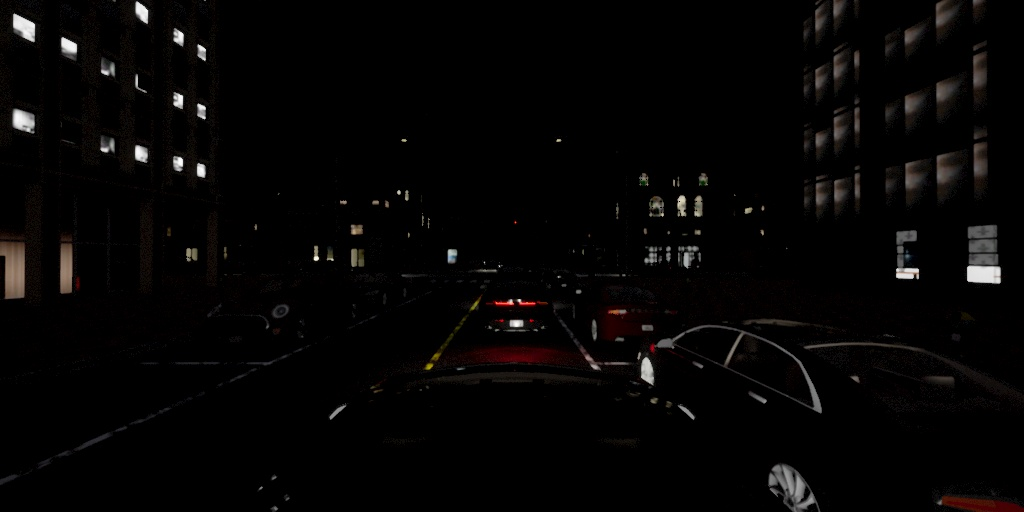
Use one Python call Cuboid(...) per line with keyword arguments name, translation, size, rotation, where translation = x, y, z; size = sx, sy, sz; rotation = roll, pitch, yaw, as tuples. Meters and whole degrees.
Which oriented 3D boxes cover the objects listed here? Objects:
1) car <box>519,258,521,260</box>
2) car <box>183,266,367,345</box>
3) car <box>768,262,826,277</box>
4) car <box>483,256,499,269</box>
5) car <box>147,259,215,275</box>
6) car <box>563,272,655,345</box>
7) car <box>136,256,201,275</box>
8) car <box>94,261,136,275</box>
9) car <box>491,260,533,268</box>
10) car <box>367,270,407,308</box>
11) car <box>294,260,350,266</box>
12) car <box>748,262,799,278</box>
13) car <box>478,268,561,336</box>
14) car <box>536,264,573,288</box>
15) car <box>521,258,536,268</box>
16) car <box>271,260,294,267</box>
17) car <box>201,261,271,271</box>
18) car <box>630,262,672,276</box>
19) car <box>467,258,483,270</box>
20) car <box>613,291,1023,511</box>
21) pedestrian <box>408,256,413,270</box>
Cuboid(name="car", translation=(2.687, 1.290, 64.162), size=(1.802, 1.307, 4.207), rotation=(0, 0, 0))
Cuboid(name="car", translation=(-5.690, 1.184, 9.362), size=(1.967, 1.591, 4.097), rotation=(0, 0, 0))
Cuboid(name="car", translation=(30.203, 1.412, 38.070), size=(4.674, 1.442, 1.812), rotation=(0, 0, 1))
Cuboid(name="car", translation=(-3.086, 1.192, 53.805), size=(1.882, 1.535, 5.008), rotation=(0, 0, 1))
Cuboid(name="car", translation=(-32.966, 1.072, 35.844), size=(4.902, 1.511, 2.128), rotation=(0, 0, 1))
Cuboid(name="car", translation=(2.690, 1.290, 9.346), size=(1.888, 1.381, 4.507), rotation=(0, 0, 0))
Cuboid(name="car", translation=(-30.953, 0.892, 33.216), size=(5.009, 1.841, 2.192), rotation=(0, 0, 1))
Cuboid(name="car", translation=(-36.490, 1.105, 33.301), size=(4.403, 1.370, 2.007), rotation=(0, 0, 1))
Cuboid(name="car", translation=(0.095, 1.214, 20.552), size=(1.882, 1.535, 5.008), rotation=(0, 0, 2))
Cuboid(name="car", translation=(-5.691, 1.291, 15.054), size=(2.007, 1.370, 4.403), rotation=(0, 0, 0))
Cuboid(name="car", translation=(-18.334, 1.135, 35.617), size=(4.902, 1.511, 2.128), rotation=(0, 0, 1))
Cuboid(name="car", translation=(23.641, 1.408, 32.344), size=(4.207, 1.307, 1.802), rotation=(0, 0, 1))
Cuboid(name="car", translation=(0.100, 1.249, 10.363), size=(1.837, 1.490, 4.892), rotation=(0, 0, 0))
Cuboid(name="car", translation=(2.690, 1.287, 20.730), size=(2.007, 1.370, 4.403), rotation=(0, 0, 0))
Cuboid(name="car", translation=(2.687, 1.280, 53.120), size=(1.948, 1.339, 4.313), rotation=(0, 0, 0))
Cuboid(name="car", translation=(-25.456, 1.165, 41.513), size=(4.829, 1.417, 1.751), rotation=(0, 0, 1))
Cuboid(name="car", translation=(-25.417, 1.151, 33.131), size=(4.403, 1.370, 2.007), rotation=(0, 0, 1))
Cuboid(name="car", translation=(14.808, 1.374, 38.307), size=(4.181, 1.385, 1.994), rotation=(0, 0, 1))
Cuboid(name="car", translation=(-5.693, 1.297, 53.133), size=(1.802, 1.307, 4.207), rotation=(0, 0, 0))
Cuboid(name="car", translation=(2.691, 1.299, 3.654), size=(2.007, 1.370, 4.403), rotation=(0, 0, 0))
Cuboid(name="pedestrian", translation=(-12.554, 0.850, 44.265), size=(0.375, 1.860, 0.375), rotation=(0, -1, 1))
